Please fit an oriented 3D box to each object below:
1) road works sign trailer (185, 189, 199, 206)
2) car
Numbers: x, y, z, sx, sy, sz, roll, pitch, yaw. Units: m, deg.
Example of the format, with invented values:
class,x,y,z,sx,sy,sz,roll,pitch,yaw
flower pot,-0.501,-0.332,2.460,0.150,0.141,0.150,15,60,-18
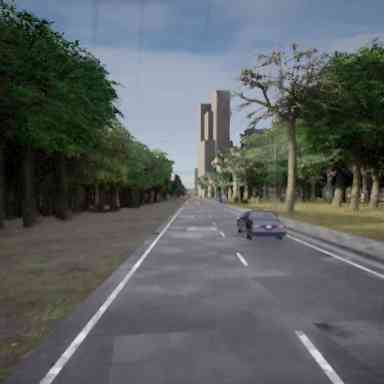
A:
class,x,y,z,sx,sy,sz,roll,pitch,yaw
road works sign trailer,-0.019,1.112,68.806,2.380,3.560,2.880,0,-1,0
car,3.595,1.701,18.064,2.033,1.411,5.357,0,0,0
